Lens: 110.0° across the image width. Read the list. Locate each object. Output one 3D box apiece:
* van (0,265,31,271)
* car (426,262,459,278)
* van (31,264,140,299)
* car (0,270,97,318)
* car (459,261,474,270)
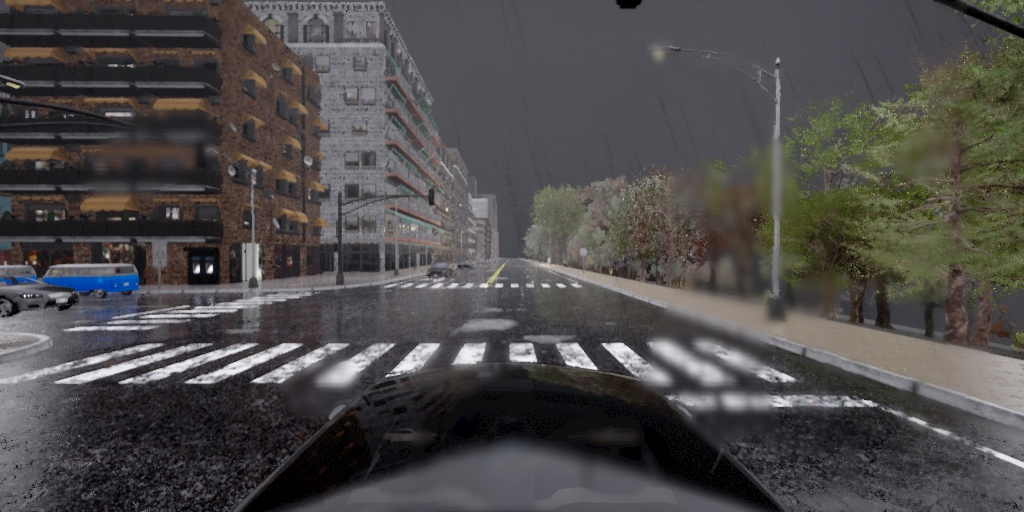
[{"bbox_3d":[-28.360,1.408,19.336,3.998,1.789,1.690,0,0,-1],"label":"van"},{"bbox_3d":[-6.580,1.295,33.573,2.033,1.411,5.357,0,0,0],"label":"car"},{"bbox_3d":[-22.759,1.335,19.426,3.998,1.789,1.690,0,0,-1],"label":"van"},{"bbox_3d":[-19.692,1.473,13.686,4.902,1.511,2.128,-1,0,-1],"label":"car"},{"bbox_3d":[-6.613,1.331,51.026,1.895,1.301,4.718,0,0,0],"label":"car"}]
